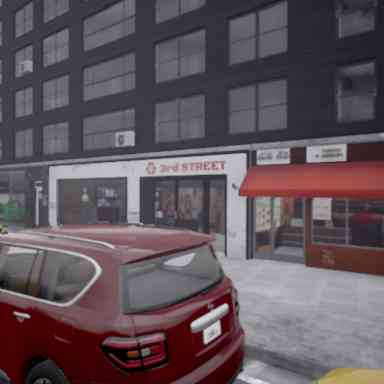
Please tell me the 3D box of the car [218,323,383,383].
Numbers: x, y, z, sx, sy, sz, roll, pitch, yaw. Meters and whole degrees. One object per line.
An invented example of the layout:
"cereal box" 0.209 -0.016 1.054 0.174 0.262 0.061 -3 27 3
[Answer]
"car" 2.643 1.514 1.187 4.829 1.417 1.752 0 0 36

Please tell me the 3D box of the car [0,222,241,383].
"car" -1.761 1.337 4.341 5.009 1.841 2.192 0 0 36
